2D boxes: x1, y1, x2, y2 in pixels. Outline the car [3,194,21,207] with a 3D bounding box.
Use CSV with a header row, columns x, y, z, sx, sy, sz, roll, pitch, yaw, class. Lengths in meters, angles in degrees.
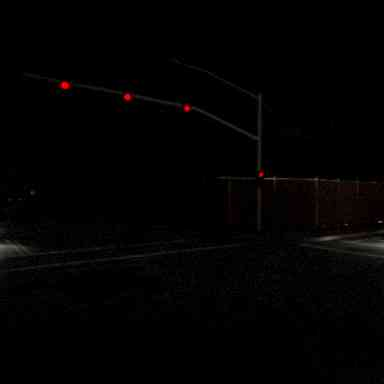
x,y,z,sx,sy,sz,roll,pitch,yaw,class
-28.753,1.352,53.092,2.150,2.045,5.566,1,0,-36,car
